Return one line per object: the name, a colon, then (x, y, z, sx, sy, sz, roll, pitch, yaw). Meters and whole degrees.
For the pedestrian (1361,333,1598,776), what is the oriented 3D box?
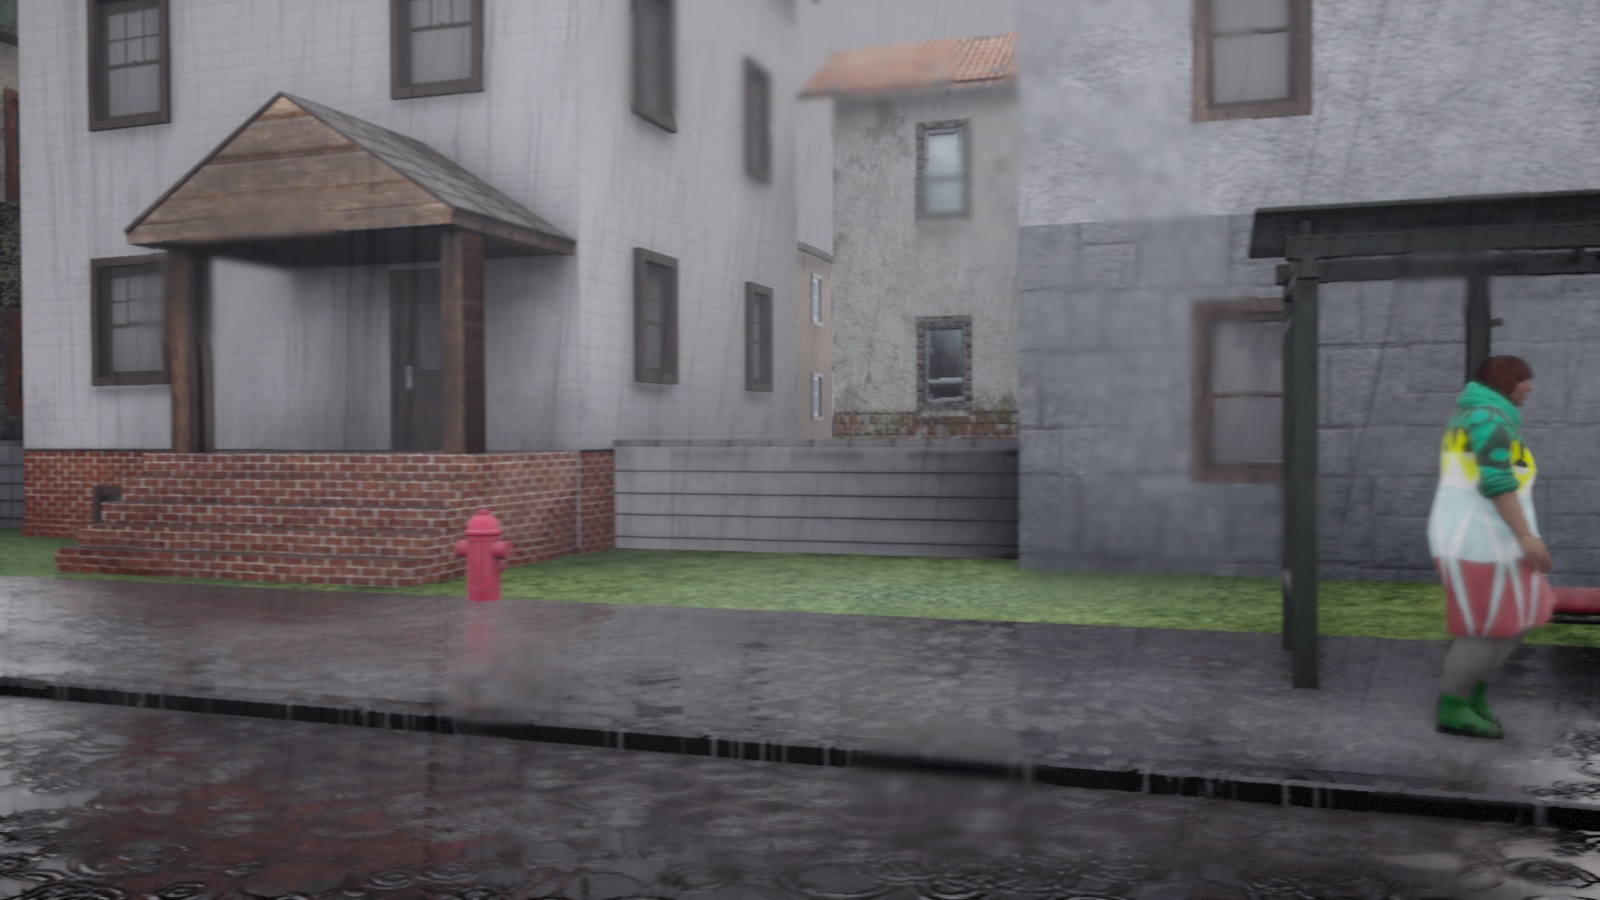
pedestrian: (3.188, 0.452, 5.976, 0.873, 1.952, 0.659, 1, 1, 19)
